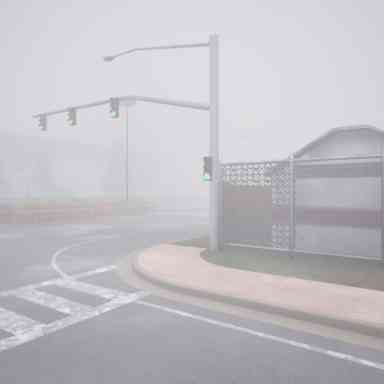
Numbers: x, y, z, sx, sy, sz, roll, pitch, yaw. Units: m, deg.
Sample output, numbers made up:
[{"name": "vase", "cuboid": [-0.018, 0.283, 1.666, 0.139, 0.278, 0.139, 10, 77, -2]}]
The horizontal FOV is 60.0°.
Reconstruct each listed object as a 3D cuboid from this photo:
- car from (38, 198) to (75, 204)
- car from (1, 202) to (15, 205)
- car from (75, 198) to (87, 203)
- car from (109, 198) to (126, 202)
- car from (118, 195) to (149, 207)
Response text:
[{"name": "car", "cuboid": [-14.946, 1.554, 34.849, 1.994, 1.385, 4.181, 0, 0, 34]}, {"name": "car", "cuboid": [-20.372, 1.537, 33.028, 2.033, 1.411, 5.357, 0, 0, 34]}, {"name": "car", "cuboid": [-15.129, 1.494, 40.870, 1.837, 1.490, 4.892, 0, 0, 34]}, {"name": "car", "cuboid": [-9.446, 1.538, 43.075, 2.033, 1.411, 5.357, 0, 0, 34]}, {"name": "car", "cuboid": [-8.772, 1.341, 50.366, 2.097, 1.767, 4.553, 0, 0, 34]}]
